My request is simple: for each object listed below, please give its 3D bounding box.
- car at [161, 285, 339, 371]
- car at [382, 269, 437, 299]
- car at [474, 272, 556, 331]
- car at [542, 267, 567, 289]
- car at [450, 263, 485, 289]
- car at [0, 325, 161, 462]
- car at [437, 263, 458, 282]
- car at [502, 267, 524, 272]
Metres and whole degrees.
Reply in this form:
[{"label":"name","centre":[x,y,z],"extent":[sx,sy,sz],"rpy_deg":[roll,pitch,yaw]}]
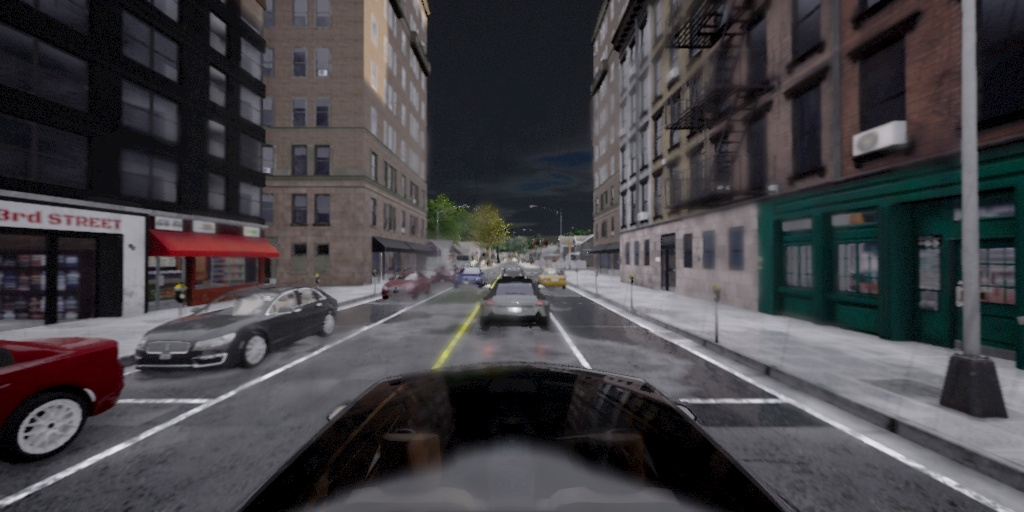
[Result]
[{"label":"car","centre":[-5.402,1.346,7.773],"extent":[2.007,1.370,4.403],"rpy_deg":[0,0,0]},{"label":"car","centre":[-5.397,1.459,18.781],"extent":[1.802,1.307,4.207],"rpy_deg":[0,0,0]},{"label":"car","centre":[0.085,1.387,11.359],"extent":[1.994,1.385,4.181],"rpy_deg":[0,0,0]},{"label":"car","centre":[2.654,1.443,24.455],"extent":[1.751,1.417,4.829],"rpy_deg":[0,0,0]},{"label":"car","centre":[-2.846,1.447,24.802],"extent":[1.812,1.442,4.674],"rpy_deg":[0,0,0]},{"label":"car","centre":[-5.405,1.299,2.270],"extent":[1.888,1.381,4.507],"rpy_deg":[0,0,0]},{"label":"car","centre":[-5.391,1.398,29.788],"extent":[1.967,1.591,4.097],"rpy_deg":[0,0,0]},{"label":"car","centre":[0.097,1.568,31.023],"extent":[1.895,1.301,4.718],"rpy_deg":[0,0,0]}]
